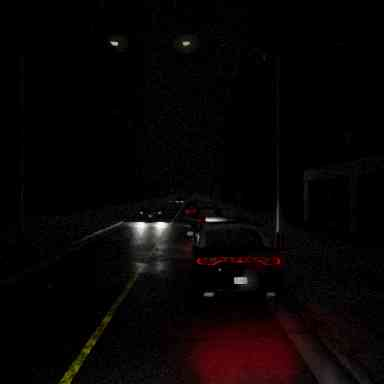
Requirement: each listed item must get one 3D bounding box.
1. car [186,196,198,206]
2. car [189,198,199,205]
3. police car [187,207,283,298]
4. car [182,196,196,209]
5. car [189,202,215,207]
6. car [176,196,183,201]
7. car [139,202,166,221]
[{"bbox_3d":[-0.007,1.521,58.733,1.882,1.535,5.008,0,0,0],"label":"car"},{"bbox_3d":[0.897,1.490,24.598,1.882,1.535,5.008,0,0,0],"label":"car"},{"bbox_3d":[0.899,1.428,8.708,1.930,1.638,5.238,0,0,0],"label":"police car"},{"bbox_3d":[0.012,1.633,46.005,1.895,1.301,4.718,0,0,1],"label":"car"},{"bbox_3d":[0.898,1.534,18.598,1.812,1.442,4.674,0,0,0],"label":"car"},{"bbox_3d":[-3.010,1.602,83.603,2.033,1.411,5.357,0,0,0],"label":"car"},{"bbox_3d":[-3.104,1.539,27.059,1.812,1.442,4.674,0,0,0],"label":"car"}]
